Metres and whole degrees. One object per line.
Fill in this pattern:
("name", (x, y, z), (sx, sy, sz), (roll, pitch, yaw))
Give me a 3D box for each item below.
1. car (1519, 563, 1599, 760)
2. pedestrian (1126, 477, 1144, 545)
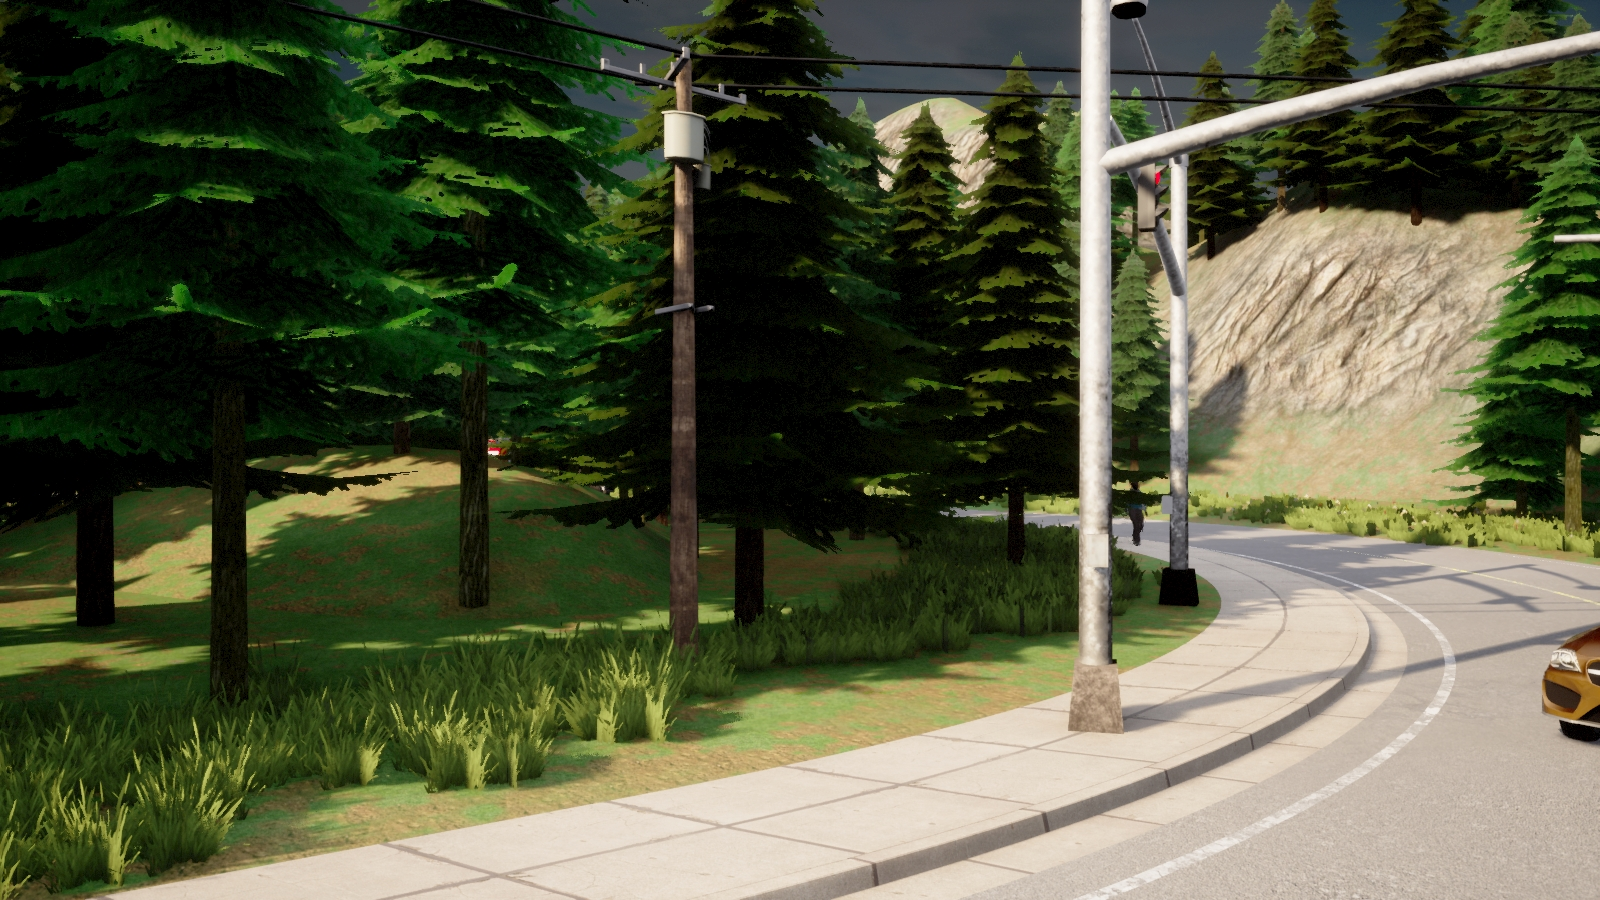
("car", (9.577, 1.970, 11.147), (5.027, 1.651, 2.152), (0, 0, -29))
("pedestrian", (9.248, 1.669, 31.549), (0.375, 1.860, 0.375), (0, 0, 0))
